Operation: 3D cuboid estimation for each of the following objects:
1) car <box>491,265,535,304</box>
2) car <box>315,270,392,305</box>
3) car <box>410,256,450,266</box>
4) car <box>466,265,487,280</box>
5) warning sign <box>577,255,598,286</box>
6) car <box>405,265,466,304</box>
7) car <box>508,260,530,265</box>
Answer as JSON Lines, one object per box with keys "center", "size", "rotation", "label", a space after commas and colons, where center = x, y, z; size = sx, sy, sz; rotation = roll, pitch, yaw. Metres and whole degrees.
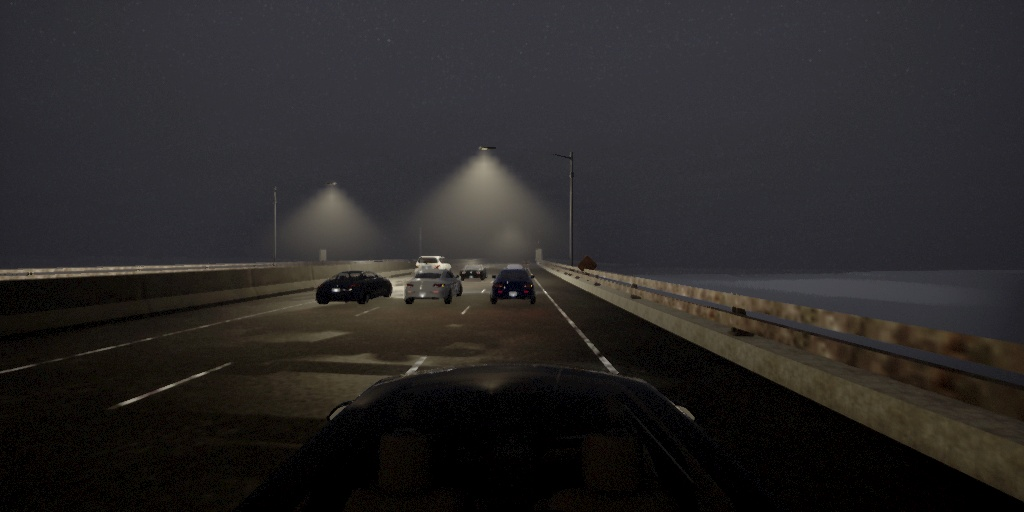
{"center": [0.062, 1.290, 16.120], "size": [1.812, 1.442, 4.674], "rotation": [0, 0, 0], "label": "car"}
{"center": [-6.937, 1.330, 16.180], "size": [1.994, 1.385, 4.181], "rotation": [0, 0, 0], "label": "car"}
{"center": [-6.745, 1.033, 31.167], "size": [2.150, 2.045, 5.566], "rotation": [0, 0, 1], "label": "car"}
{"center": [-3.246, 1.390, 31.105], "size": [1.895, 1.301, 4.718], "rotation": [0, 0, 1], "label": "car"}
{"center": [4.674, 0.876, 22.123], "size": [1.300, 1.860, 1.060], "rotation": [0, 0, 1], "label": "warning sign"}
{"center": [-3.438, 1.290, 16.150], "size": [1.812, 1.442, 4.674], "rotation": [0, 0, 0], "label": "car"}
{"center": [0.253, 1.336, 31.015], "size": [2.033, 1.411, 5.357], "rotation": [0, 0, 1], "label": "car"}
